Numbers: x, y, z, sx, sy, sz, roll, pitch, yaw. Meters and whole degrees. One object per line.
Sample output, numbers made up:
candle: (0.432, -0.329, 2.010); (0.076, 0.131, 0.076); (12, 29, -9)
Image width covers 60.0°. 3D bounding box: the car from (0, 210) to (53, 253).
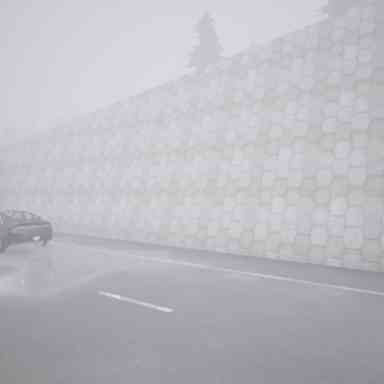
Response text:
car: (-7.759, 1.510, 13.776); (4.902, 1.511, 2.128); (0, 0, 35)
